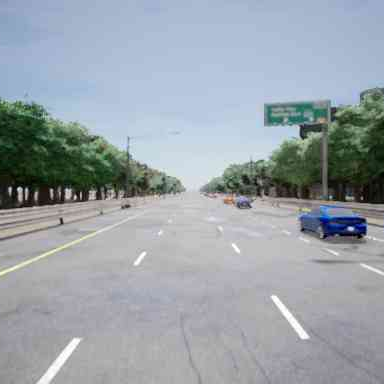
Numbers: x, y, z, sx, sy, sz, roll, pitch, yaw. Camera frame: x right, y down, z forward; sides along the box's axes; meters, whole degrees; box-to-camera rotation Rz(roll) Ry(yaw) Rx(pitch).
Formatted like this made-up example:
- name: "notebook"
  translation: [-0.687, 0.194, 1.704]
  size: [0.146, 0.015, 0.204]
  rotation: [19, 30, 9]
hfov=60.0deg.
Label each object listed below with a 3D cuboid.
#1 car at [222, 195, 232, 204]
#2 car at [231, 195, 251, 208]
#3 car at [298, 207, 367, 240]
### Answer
- name: "car"
  translation: [7.103, 1.316, 64.848]
  size: [2.097, 1.767, 4.553]
  rotation: [0, 0, 0]
- name: "car"
  translation: [7.068, 1.508, 46.710]
  size: [1.812, 1.442, 4.674]
  rotation: [0, 0, 0]
- name: "car"
  translation: [7.012, 1.490, 17.137]
  size: [1.882, 1.535, 5.008]
  rotation: [0, 0, 0]
